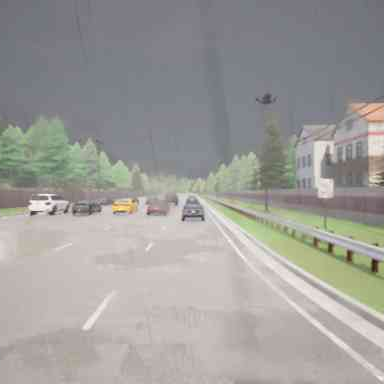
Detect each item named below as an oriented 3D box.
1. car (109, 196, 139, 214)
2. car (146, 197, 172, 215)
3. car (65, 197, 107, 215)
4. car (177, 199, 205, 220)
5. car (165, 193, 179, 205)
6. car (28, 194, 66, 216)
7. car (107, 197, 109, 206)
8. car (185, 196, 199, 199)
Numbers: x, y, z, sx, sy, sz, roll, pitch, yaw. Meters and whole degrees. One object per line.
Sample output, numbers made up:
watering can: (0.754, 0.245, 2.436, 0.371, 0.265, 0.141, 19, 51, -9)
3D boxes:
car: (-6.896, 1.470, 34.869, 1.882, 1.535, 5.008, 0, 0, 0)
car: (-3.398, 1.557, 33.984, 1.994, 1.385, 4.181, 0, 0, 0)
car: (-10.399, 1.485, 33.185, 2.128, 1.511, 4.902, 0, 0, 0)
car: (0.101, 1.541, 27.722, 2.033, 1.411, 5.357, 0, 0, 0)
car: (-3.437, 1.212, 56.671, 2.150, 2.045, 5.566, 0, 0, 0)
car: (-13.897, 1.215, 32.686, 2.150, 2.045, 5.566, 0, 0, 0)
car: (-13.967, 1.537, 53.508, 2.033, 1.411, 5.357, 0, 0, 1)
car: (0.028, 1.340, 53.074, 2.097, 1.767, 4.553, 0, 0, 0)
